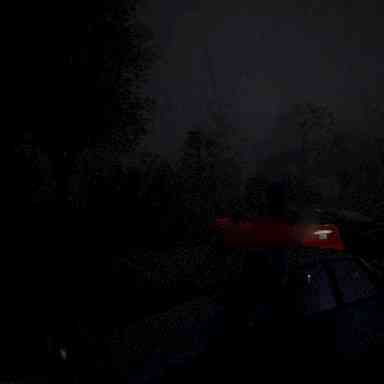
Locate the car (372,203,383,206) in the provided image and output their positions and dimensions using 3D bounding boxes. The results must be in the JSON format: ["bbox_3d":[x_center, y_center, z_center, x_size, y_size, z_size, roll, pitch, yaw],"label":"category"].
[{"bbox_3d":[9.589,1.301,15.366,2.231,1.521,4.892,0,1,-32],"label":"car"}]

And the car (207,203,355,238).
[{"bbox_3d":[2.428,1.189,10.839,2.185,1.767,4.553,0,1,-32],"label":"car"}]

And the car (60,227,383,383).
[{"bbox_3d":[1.187,1.479,4.458,5.357,1.411,2.033,0,1,-31],"label":"car"}]

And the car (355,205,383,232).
[{"bbox_3d":[4.702,1.309,12.295,2.097,1.535,5.008,0,1,-32],"label":"car"}]
